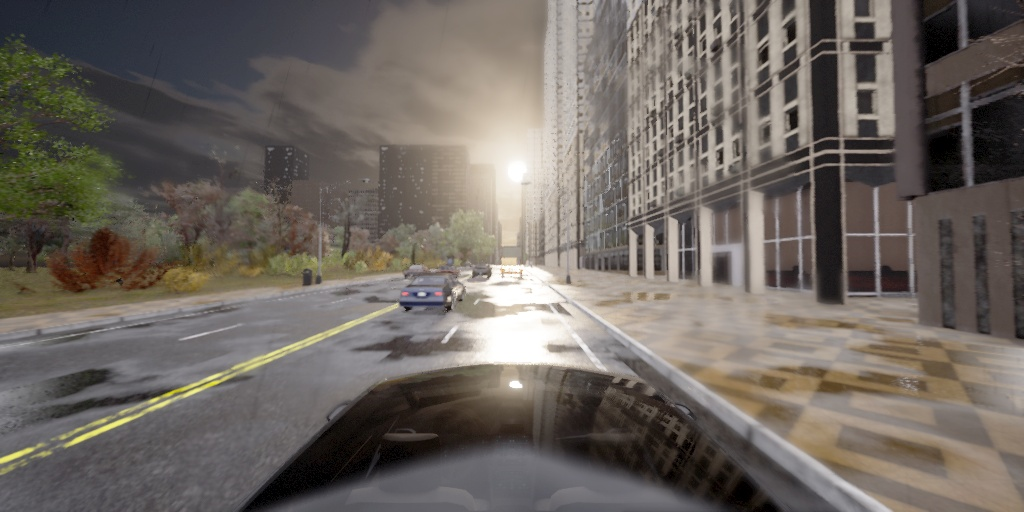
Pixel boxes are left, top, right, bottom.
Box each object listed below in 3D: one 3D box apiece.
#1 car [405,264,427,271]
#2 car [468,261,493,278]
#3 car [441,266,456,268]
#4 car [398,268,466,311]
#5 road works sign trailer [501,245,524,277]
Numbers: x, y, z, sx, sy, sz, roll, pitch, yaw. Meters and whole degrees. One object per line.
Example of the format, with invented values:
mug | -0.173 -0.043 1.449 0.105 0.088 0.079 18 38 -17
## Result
car | -9.840 1.594 37.403 1.812 1.442 4.674 0 -1 0
car | -3.158 1.575 38.738 2.128 1.511 4.902 0 0 0
car | -6.595 1.661 36.582 1.895 1.301 4.718 0 -1 0
car | -3.150 1.406 15.021 2.033 1.411 5.357 0 0 0
road works sign trailer | -0.002 0.577 41.601 2.380 3.560 2.880 0 0 0
